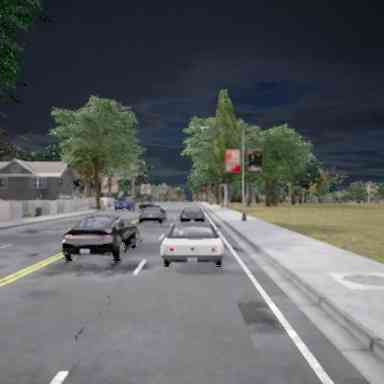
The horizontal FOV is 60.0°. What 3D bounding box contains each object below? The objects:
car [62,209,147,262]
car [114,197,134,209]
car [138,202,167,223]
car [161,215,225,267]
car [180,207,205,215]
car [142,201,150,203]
[{"bbox_3d":[-3.204,1.601,12.477,2.128,1.511,4.902,0,0,1],"label":"car"},{"bbox_3d":[-9.836,1.748,48.760,2.150,2.045,5.566,0,-1,-1],"label":"car"},{"bbox_3d":[-3.197,1.833,27.882,1.994,1.385,4.181,0,-1,1],"label":"car"},{"bbox_3d":[0.039,1.704,11.844,1.895,1.301,4.718,0,0,1],"label":"car"},{"bbox_3d":[0.042,1.857,26.864,1.895,1.301,4.718,0,-1,1],"label":"car"},{"bbox_3d":[-6.584,2.069,48.342,2.033,1.411,5.357,0,-1,0],"label":"car"}]
